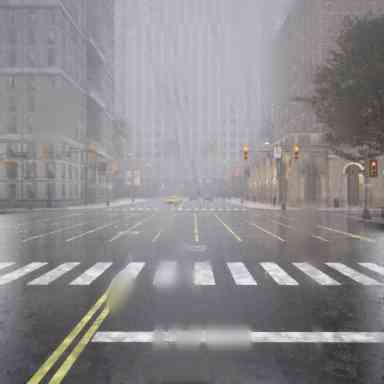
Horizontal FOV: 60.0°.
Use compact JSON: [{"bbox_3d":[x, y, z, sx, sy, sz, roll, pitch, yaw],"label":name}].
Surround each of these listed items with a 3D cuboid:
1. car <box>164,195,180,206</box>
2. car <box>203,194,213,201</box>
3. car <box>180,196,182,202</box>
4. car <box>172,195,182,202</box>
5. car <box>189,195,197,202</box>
[{"bbox_3d":[-3.546,1.478,55.510,1.882,1.535,5.008,0,0,0],"label":"car"},{"bbox_3d":[3.736,1.280,78.489,2.097,1.767,4.553,0,0,1],"label":"car"},{"bbox_3d":[-3.464,1.478,64.819,1.882,1.535,5.008,0,0,1],"label":"car"},{"bbox_3d":[-3.303,1.478,75.044,1.882,1.535,5.008,0,0,1],"label":"car"},{"bbox_3d":[0.236,1.449,78.556,2.128,1.511,4.902,0,0,1],"label":"car"}]
